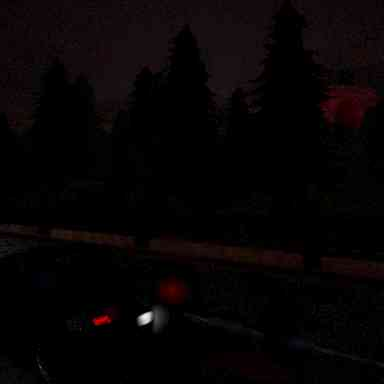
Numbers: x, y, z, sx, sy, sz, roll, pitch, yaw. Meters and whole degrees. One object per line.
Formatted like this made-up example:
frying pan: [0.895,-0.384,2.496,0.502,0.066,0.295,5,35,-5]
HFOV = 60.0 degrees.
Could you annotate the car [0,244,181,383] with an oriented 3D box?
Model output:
car: [-2.235,1.549,5.293,4.181,1.385,1.994,0,0,34]
